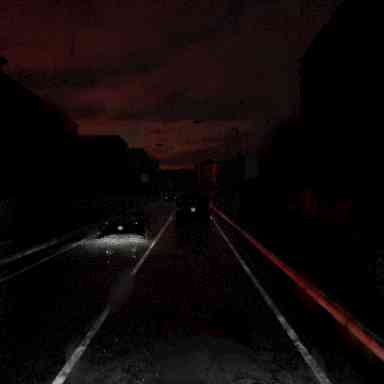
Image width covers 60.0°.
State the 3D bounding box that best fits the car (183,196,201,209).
[{"bbox_3d":[0.008,1.258,41.368,2.128,1.511,4.902,0,0,0],"label":"car"}]

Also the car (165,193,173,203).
[{"bbox_3d":[-3.642,1.048,59.612,2.097,1.767,4.553,0,0,0],"label":"car"}]

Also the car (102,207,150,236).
[{"bbox_3d":[-3.368,1.476,17.606,1.994,1.385,4.181,0,0,-1],"label":"car"}]

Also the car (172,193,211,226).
[{"bbox_3d":[0.056,1.102,22.165,2.150,2.045,5.566,0,1,0],"label":"car"}]
